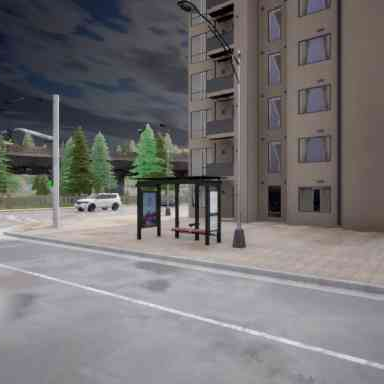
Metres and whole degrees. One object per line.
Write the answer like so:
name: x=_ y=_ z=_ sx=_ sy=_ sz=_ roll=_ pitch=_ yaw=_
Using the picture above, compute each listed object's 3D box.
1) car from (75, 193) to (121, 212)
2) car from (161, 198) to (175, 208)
car: x=-10.742 y=1.166 z=38.486 sx=2.150 sy=2.045 sz=5.566 roll=0 pitch=0 yaw=37
car: x=-4.175 y=1.492 z=46.522 sx=2.033 sy=1.411 sz=5.357 roll=0 pitch=0 yaw=44
